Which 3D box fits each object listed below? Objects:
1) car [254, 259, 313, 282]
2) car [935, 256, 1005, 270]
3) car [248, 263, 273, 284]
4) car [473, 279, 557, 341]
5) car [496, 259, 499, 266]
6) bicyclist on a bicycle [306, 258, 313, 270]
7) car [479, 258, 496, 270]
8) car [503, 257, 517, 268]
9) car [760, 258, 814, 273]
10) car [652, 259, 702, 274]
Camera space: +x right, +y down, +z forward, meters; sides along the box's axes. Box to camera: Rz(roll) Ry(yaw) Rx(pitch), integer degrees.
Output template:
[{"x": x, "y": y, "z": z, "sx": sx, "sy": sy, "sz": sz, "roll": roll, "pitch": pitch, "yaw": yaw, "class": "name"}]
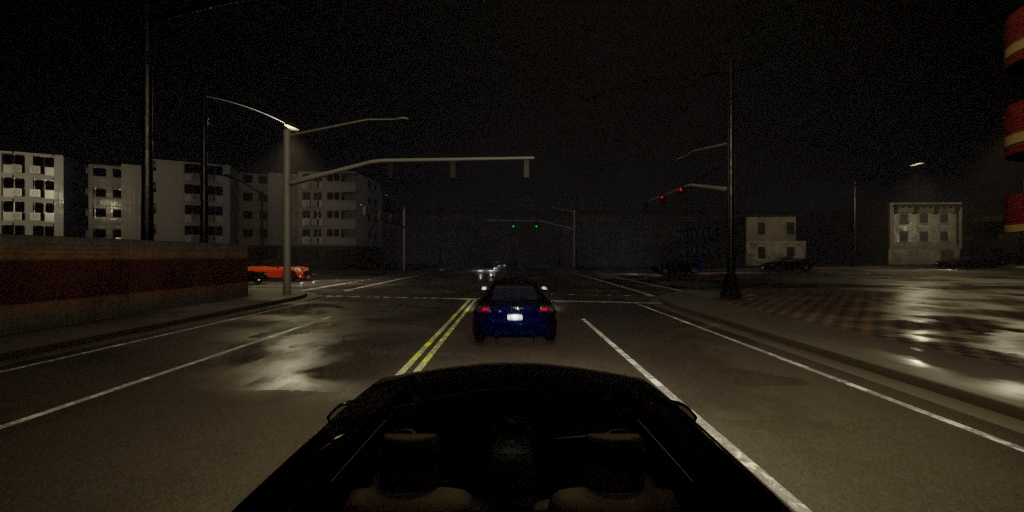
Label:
[{"x": -18.463, "y": 1.105, "z": 28.580, "sx": 4.553, "sy": 1.767, "sz": 2.097, "roll": 0, "pitch": 0, "yaw": 0, "class": "car"}, {"x": 47.834, "y": 0.662, "z": 37.493, "sx": 5.357, "sy": 1.411, "sz": 2.033, "roll": -1, "pitch": 0, "yaw": 1, "class": "car"}, {"x": -19.921, "y": 1.353, "z": 25.131, "sx": 4.718, "sy": 1.301, "sz": 1.895, "roll": 0, "pitch": 0, "yaw": 1, "class": "car"}, {"x": 0.064, "y": 1.315, "z": 9.889, "sx": 1.994, "sy": 1.385, "sz": 4.181, "roll": 0, "pitch": 0, "yaw": 0, "class": "car"}, {"x": -3.753, "y": 1.282, "z": 63.078, "sx": 1.812, "sy": 1.442, "sz": 4.674, "roll": 0, "pitch": 0, "yaw": 0, "class": "car"}, {"x": -25.561, "y": 1.055, "z": 45.222, "sx": 0.582, "sy": 1.620, "sz": 1.656, "roll": 0, "pitch": 0, "yaw": 0, "class": "bicyclist on a bicycle"}, {"x": -3.746, "y": 1.260, "z": 53.709, "sx": 1.837, "sy": 1.490, "sz": 4.892, "roll": 0, "pitch": 0, "yaw": 0, "class": "car"}, {"x": -0.092, "y": 1.320, "z": 62.639, "sx": 1.994, "sy": 1.385, "sz": 4.181, "roll": 0, "pitch": 0, "yaw": 0, "class": "car"}, {"x": 28.971, "y": 0.940, "z": 37.868, "sx": 4.902, "sy": 1.511, "sz": 2.128, "roll": -1, "pitch": 0, "yaw": 1, "class": "car"}, {"x": 17.457, "y": 1.099, "z": 38.048, "sx": 5.008, "sy": 1.535, "sz": 1.882, "roll": -1, "pitch": 0, "yaw": 0, "class": "car"}]
